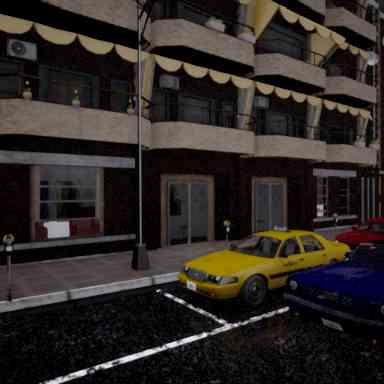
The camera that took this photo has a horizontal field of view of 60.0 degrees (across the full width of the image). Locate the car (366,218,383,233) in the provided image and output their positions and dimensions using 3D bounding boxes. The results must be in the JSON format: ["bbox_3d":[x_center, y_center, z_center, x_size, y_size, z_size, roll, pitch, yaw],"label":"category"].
[{"bbox_3d":[6.600,1.549,11.236,4.507,1.381,1.887,0,0,-35],"label":"car"}]

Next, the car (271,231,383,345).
[{"bbox_3d":[3.817,1.603,6.082,4.718,1.301,1.895,0,0,-35],"label":"car"}]

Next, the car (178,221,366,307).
[{"bbox_3d":[1.955,1.527,7.941,4.829,1.417,1.752,0,0,-35],"label":"car"}]
